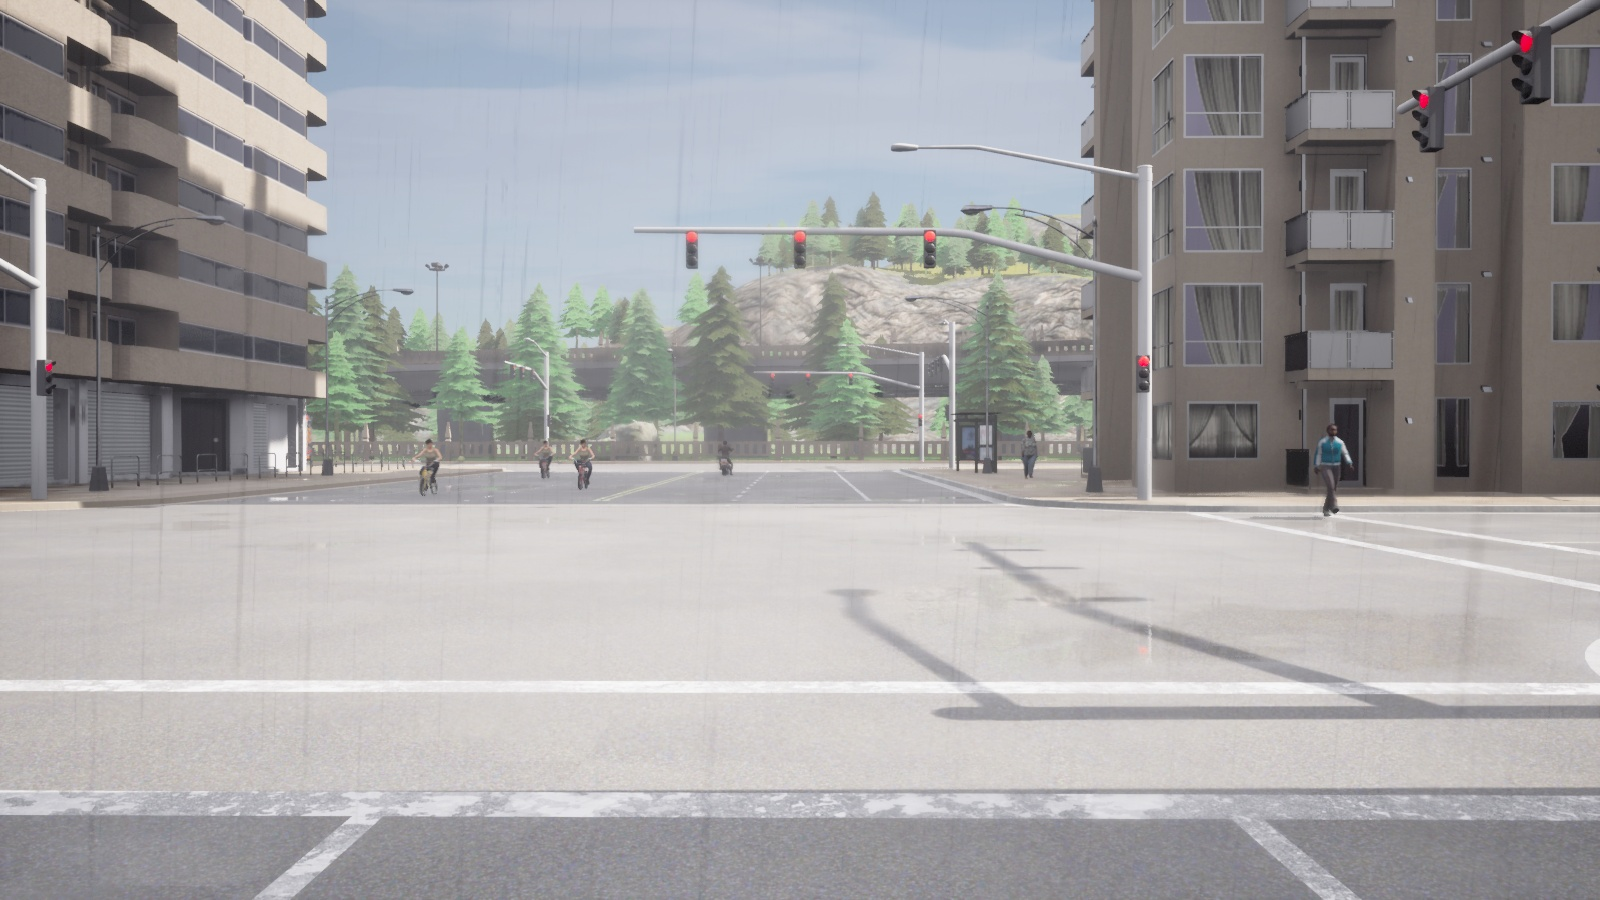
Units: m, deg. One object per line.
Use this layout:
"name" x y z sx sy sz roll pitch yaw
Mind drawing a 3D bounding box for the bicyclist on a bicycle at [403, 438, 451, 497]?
"bicyclist on a bicycle" -10.451 0.476 35.236 0.866 1.612 1.509 0 0 0

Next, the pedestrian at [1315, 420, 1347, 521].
"pedestrian" 10.253 0.386 24.256 0.396 1.930 0.692 0 0 8

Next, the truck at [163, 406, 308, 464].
"truck" -37.849 -0.980 84.350 8.468 3.827 2.891 0 0 1

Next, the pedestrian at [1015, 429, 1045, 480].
"pedestrian" 8.440 0.151 46.154 0.874 1.855 0.900 0 0 -4

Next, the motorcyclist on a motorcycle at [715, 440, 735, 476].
"motorcyclist on a motorcycle" -3.437 0.367 57.900 0.766 1.649 2.350 0 0 0

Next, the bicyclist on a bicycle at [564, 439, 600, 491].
"bicyclist on a bicycle" -6.944 0.451 40.148 0.866 1.612 1.509 0 1 1
